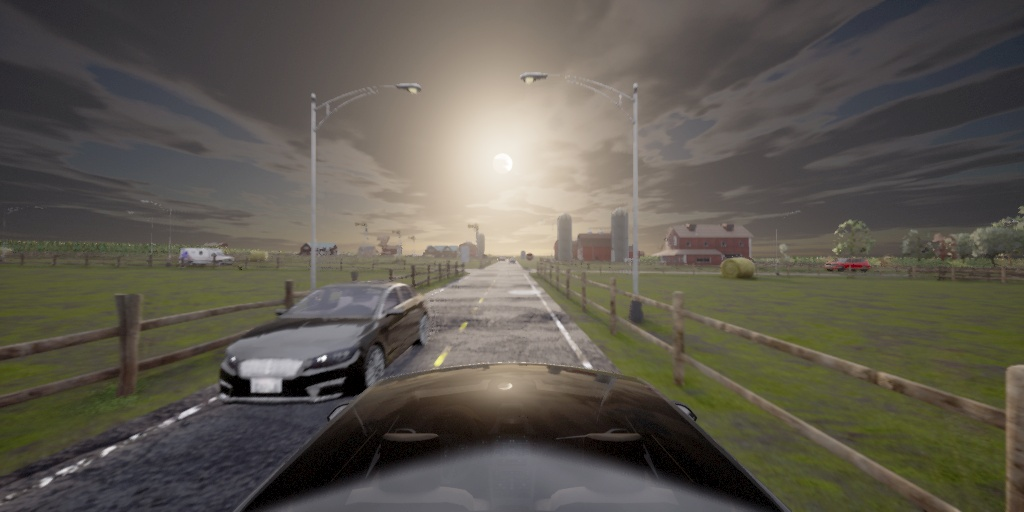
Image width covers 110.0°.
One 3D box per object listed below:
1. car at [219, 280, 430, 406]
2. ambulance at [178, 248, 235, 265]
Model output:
[{"bbox_3d":[-2.851,1.241,6.613,2.128,1.511,4.902,0,0,0],"label":"car"},{"bbox_3d":[-42.111,0.167,49.731,6.366,2.431,2.351,1,-1,0],"label":"ambulance"}]
